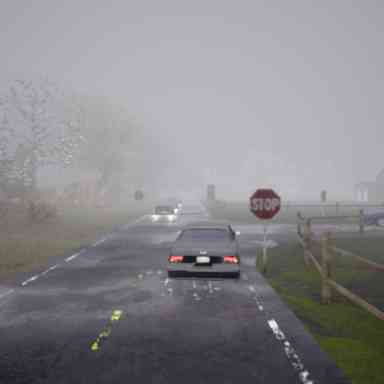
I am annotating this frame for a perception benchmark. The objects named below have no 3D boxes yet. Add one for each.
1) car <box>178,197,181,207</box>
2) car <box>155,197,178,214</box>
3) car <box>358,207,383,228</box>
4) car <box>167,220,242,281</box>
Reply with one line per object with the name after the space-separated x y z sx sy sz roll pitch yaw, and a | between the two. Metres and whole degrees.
-2.841 1.458 46.124 1.837 1.490 4.892 0 0 0 | car
-2.846 1.449 35.724 1.882 1.535 5.008 0 0 0 | car
13.191 1.418 21.110 5.008 1.535 1.882 0 0 0 | car
0.474 1.544 9.876 2.033 1.411 5.357 0 0 5 | car
